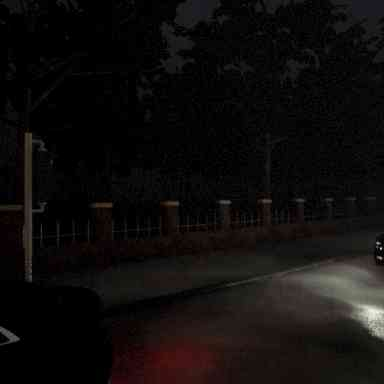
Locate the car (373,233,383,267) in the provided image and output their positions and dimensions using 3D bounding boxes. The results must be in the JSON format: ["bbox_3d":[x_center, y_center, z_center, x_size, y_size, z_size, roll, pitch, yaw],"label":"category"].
[{"bbox_3d":[7.548,1.477,10.390,5.008,1.535,1.882,0,0,-37],"label":"car"}]

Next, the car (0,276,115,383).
[{"bbox_3d":[-3.005,1.505,2.369,4.892,1.490,1.837,0,0,-37],"label":"car"}]
